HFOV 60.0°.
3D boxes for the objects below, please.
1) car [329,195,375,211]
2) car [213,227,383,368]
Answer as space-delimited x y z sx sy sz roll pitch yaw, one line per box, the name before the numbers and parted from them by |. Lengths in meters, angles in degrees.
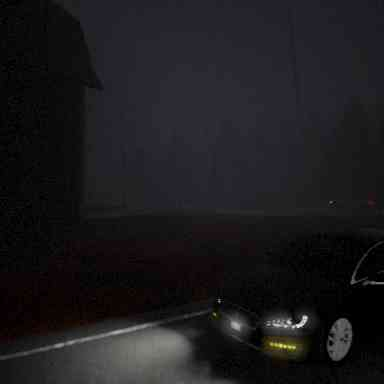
car | 17.782 1.155 37.152 4.553 1.767 2.097 1 1 36
car | 2.594 1.447 5.751 4.892 1.490 1.837 -2 2 -34
